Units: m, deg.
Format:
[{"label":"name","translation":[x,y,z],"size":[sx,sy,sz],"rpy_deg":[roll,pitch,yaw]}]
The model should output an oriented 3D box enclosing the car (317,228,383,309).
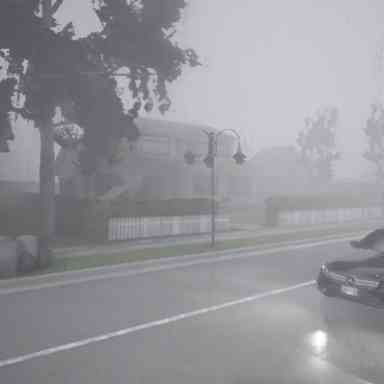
[{"label":"car","translation":[4.748,1.523,7.369],"size":[4.674,1.442,1.812],"rpy_deg":[0,0,-35]}]
